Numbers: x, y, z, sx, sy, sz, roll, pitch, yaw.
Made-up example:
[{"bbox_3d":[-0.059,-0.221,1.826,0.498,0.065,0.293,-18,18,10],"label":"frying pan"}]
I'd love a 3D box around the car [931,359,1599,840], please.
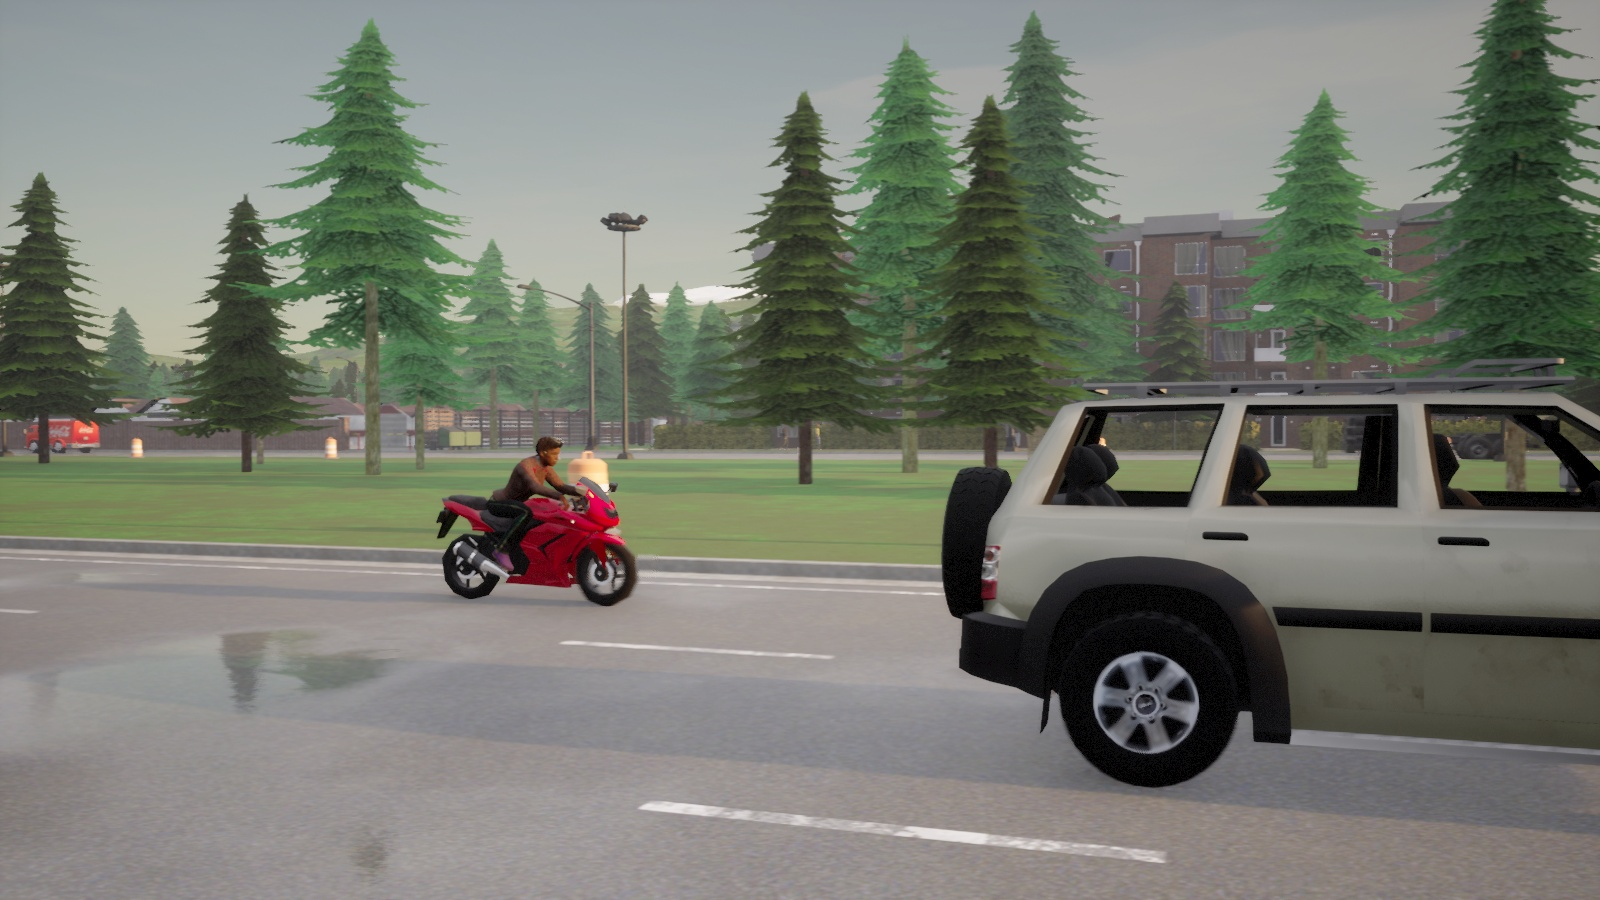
[{"bbox_3d":[3.087,0.561,5.845,4.605,1.855,1.932,1,1,19],"label":"car"}]

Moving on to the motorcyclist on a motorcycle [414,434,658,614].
[{"bbox_3d":[-2.385,0.617,11.380,2.044,1.523,0.797,0,1,19],"label":"motorcyclist on a motorcycle"}]

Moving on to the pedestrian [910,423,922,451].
[{"bbox_3d":[7.827,-0.872,84.613,0.726,1.835,0.370,1,1,20],"label":"pedestrian"}]
